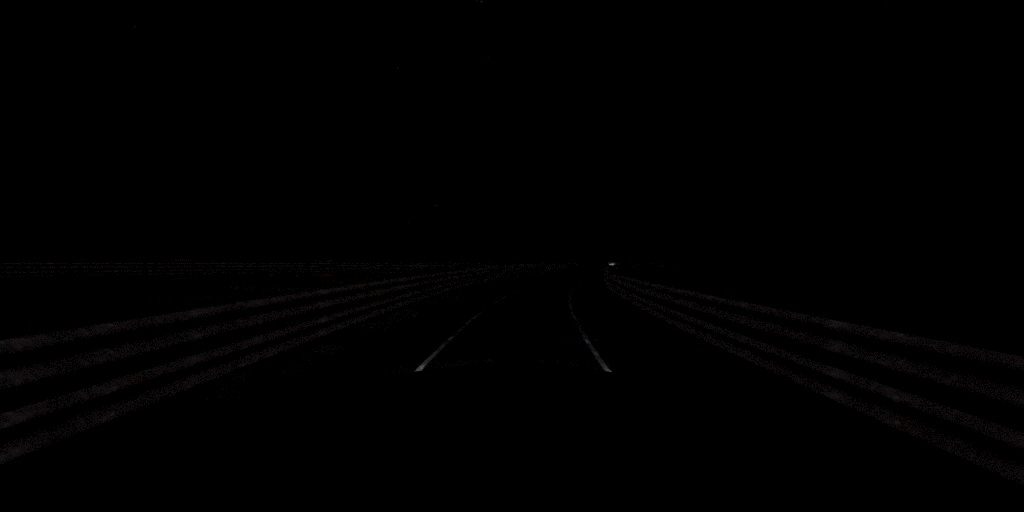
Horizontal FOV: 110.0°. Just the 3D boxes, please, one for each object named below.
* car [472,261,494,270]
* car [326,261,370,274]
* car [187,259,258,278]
[{"bbox_3d":[-4.892,1.682,60.075,1.882,1.535,5.008,0,-1,35],"label":"car"},{"bbox_3d":[-18.576,1.264,40.864,2.128,1.511,4.902,0,-1,35],"label":"car"},{"bbox_3d":[-25.237,0.997,31.511,1.882,1.535,5.008,0,-1,35],"label":"car"}]
